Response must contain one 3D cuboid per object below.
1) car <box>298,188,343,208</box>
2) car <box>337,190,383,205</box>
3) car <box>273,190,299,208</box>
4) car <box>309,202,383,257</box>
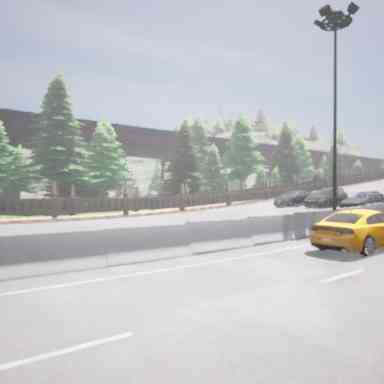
[{"bbox_3d":[12.217,0.473,30.172,4.553,1.767,2.097,-6,3,-36],"label":"car"},{"bbox_3d":[14.252,0.669,27.326,5.357,1.411,2.033,-6,3,-36],"label":"car"},{"bbox_3d":[10.124,0.619,32.977,4.902,1.511,2.128,-6,3,-36],"label":"car"},{"bbox_3d":[6.635,1.416,12.912,5.008,1.535,1.882,-2,1,-36],"label":"car"}]
